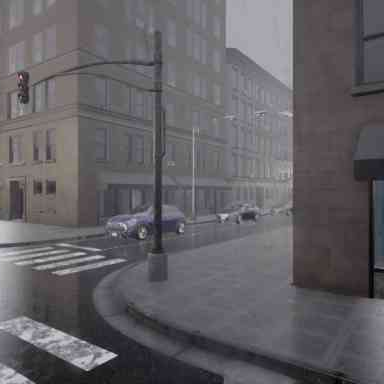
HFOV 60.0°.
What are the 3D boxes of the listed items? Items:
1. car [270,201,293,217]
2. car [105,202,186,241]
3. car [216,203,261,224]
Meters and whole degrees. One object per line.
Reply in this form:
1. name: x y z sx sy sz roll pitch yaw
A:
1. car: 9.723 1.685 34.445 2.128 1.511 4.902 0 0 35
2. car: -2.333 1.432 17.530 2.097 1.767 4.553 0 0 36
3. car: 3.680 1.629 25.946 2.128 1.511 4.902 0 0 36
